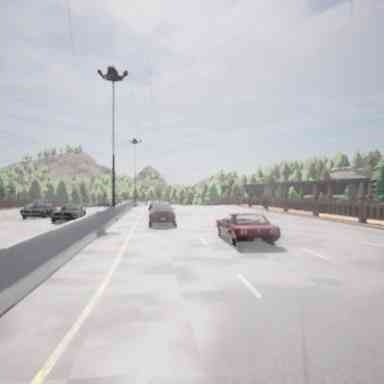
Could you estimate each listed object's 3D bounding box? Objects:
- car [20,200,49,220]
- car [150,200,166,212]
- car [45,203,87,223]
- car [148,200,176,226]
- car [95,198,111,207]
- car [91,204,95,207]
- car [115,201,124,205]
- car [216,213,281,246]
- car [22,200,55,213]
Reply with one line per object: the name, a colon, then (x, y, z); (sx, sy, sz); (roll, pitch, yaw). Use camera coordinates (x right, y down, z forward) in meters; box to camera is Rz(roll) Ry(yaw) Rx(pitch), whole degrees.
car: (-13.663, 1.717, 29.924); (1.895, 1.301, 4.718); (0, 0, -7)
car: (-4.350, 1.682, 42.037); (1.895, 1.301, 4.718); (0, 0, -7)
car: (-9.715, 1.690, 26.418); (1.895, 1.301, 4.718); (0, 0, -7)
car: (-2.119, 1.569, 23.576); (1.812, 1.442, 4.674); (0, 0, -7)
car: (-18.424, 2.340, 70.207); (2.150, 2.045, 5.566); (0, -4, -7)
car: (-23.197, 3.579, 80.596); (1.837, 1.490, 4.892); (0, -6, -7)
car: (-14.548, 2.430, 67.300); (1.895, 1.301, 4.718); (0, -4, -7)
car: (2.366, 1.608, 15.313); (1.895, 1.301, 4.718); (0, 0, -6)
car: (-18.430, 1.705, 40.271); (2.033, 1.411, 5.357); (0, 0, -7)
